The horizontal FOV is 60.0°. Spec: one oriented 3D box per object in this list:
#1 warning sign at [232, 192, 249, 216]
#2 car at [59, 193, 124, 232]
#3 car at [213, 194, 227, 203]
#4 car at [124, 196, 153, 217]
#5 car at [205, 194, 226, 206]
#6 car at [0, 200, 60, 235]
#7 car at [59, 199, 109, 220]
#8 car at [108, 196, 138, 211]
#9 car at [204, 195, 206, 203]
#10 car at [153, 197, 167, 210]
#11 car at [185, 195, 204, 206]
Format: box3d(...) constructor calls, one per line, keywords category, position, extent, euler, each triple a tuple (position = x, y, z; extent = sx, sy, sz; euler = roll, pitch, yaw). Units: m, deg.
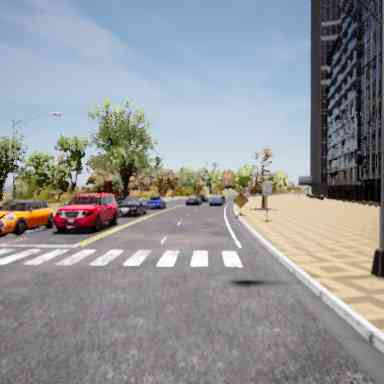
box3d(category="warning sign", position=(3.947, 0.968, 26.982), extent=(1.300, 1.860, 1.060), euler=(0, 1, 4))
box3d(category="car", position=(-5.974, 1.105, 19.586), extent=(2.150, 2.045, 5.566), euler=(0, 0, 3))
box3d(category="car", position=(5.054, 1.172, 59.271), extent=(2.128, 1.511, 4.902), euler=(0, 0, 10))
box3d(category="car", position=(-5.278, 1.321, 29.542), extent=(2.128, 1.511, 4.902), euler=(0, 0, 5))
box3d(category="car", position=(3.564, 1.282, 48.853), extent=(2.033, 1.411, 5.357), euler=(0, 0, 8))
box3d(category="car", position=(-9.351, 1.242, 17.946), extent=(2.097, 1.767, 4.553), euler=(0, 0, 5))
box3d(category="car", position=(-8.719, 1.385, 27.396), extent=(2.033, 1.411, 5.357), euler=(0, 0, 4))
box3d(category="car", position=(-7.747, 1.286, 37.765), extent=(1.837, 1.490, 4.892), euler=(0, 0, 6))
box3d(category="car", position=(1.742, 1.202, 59.187), extent=(1.812, 1.442, 4.674), euler=(0, 0, 10))
box3d(category="car", position=(-4.257, 1.300, 39.771), extent=(1.812, 1.442, 4.674), euler=(0, 0, 7))
box3d(category="car", position=(0.246, 1.292, 49.365), extent=(1.994, 1.385, 4.181), euler=(0, 0, 8))
